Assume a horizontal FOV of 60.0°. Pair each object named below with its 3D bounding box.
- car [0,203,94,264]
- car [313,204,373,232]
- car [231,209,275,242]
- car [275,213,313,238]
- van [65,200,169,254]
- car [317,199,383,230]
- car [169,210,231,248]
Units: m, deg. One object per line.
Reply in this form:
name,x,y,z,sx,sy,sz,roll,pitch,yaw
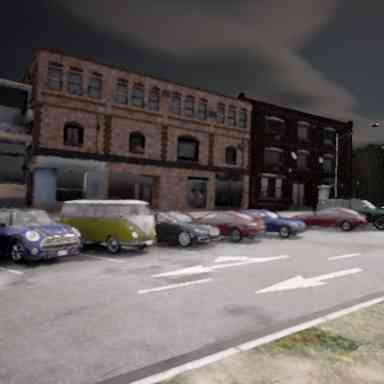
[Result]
car,-5.978,1.379,11.910,4.553,1.767,2.185,-1,-2,35
car,9.038,1.751,22.065,4.674,1.452,2.002,-1,-1,37
car,1.497,1.648,17.040,4.674,1.452,2.002,-1,-1,36
car,4.000,1.683,18.738,4.674,1.452,2.002,-1,-2,36
van,-3.384,1.312,13.563,4.442,1.987,1.878,-1,-2,35
car,11.599,1.494,23.708,5.566,2.045,2.435,-1,-2,37
car,-1.001,1.575,15.348,4.892,1.521,2.231,-1,-2,35
